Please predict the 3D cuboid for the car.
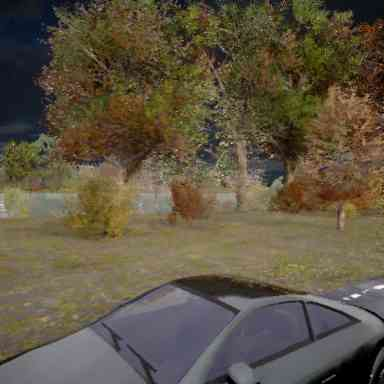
[{"bbox_3d":[0.147,1.563,3.052,4.181,1.385,1.994,0,0,-36],"label":"car"}]
